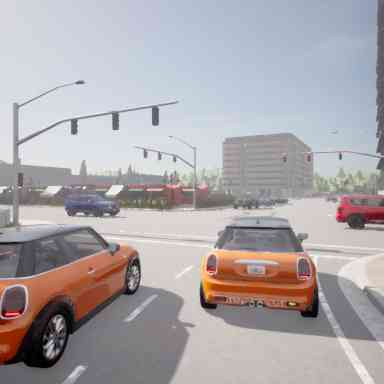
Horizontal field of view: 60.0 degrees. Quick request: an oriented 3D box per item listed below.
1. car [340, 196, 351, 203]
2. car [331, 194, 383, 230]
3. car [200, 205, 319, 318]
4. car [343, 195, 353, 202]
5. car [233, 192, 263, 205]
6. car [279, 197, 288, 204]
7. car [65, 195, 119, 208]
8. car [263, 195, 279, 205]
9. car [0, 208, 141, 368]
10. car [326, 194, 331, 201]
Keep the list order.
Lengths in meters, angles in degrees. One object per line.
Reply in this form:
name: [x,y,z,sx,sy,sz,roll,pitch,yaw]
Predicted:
car: [31.954,1.595,68.991,1.895,1.301,4.718,0,0,27]
car: [11.628,1.255,20.034,5.566,2.045,2.150,0,0,28]
car: [1.603,1.352,7.770,2.097,1.767,4.553,0,0,14]
car: [36.526,1.500,77.823,1.837,1.490,4.892,0,0,27]
car: [7.349,1.221,44.516,2.150,2.045,5.566,0,0,27]
car: [16.565,1.601,62.209,1.895,1.301,4.718,0,0,28]
car: [-9.399,1.277,31.109,5.566,2.045,2.150,0,0,28]
car: [11.940,1.352,53.366,2.097,1.767,4.553,0,0,27]
car: [-2.509,1.352,6.052,2.097,1.767,4.553,0,0,9]
car: [33.386,1.355,79.371,2.097,1.767,4.553,0,0,27]
